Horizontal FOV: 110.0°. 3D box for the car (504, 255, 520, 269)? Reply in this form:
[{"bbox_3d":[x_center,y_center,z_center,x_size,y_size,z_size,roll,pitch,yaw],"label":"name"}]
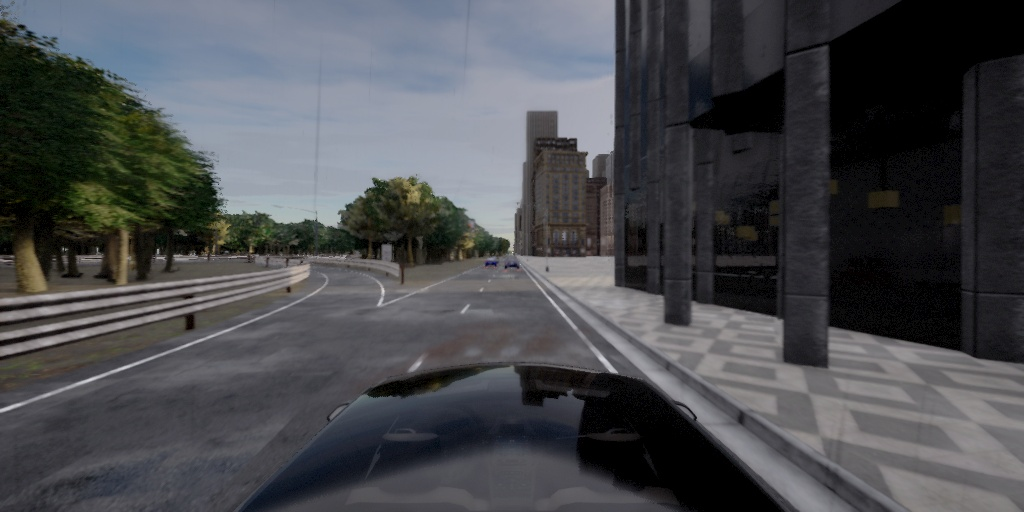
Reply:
[{"bbox_3d":[-0.003,0.947,50.682,2.097,1.767,4.553,0,0,0],"label":"car"}]

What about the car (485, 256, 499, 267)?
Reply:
[{"bbox_3d":[-3.505,1.016,59.961,1.882,1.535,5.008,0,0,0],"label":"car"}]
